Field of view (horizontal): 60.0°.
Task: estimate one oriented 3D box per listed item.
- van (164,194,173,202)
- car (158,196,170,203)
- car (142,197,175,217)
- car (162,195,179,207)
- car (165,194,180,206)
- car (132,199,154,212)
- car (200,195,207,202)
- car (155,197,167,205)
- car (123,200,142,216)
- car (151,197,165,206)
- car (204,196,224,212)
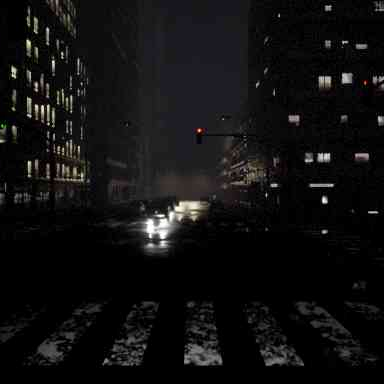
[{"bbox_3d":[-5.566,1.322,78.254,1.690,1.788,3.998,-1,0,0],"label":"van"},{"bbox_3d":[-5.583,1.528,66.944,1.887,1.381,4.507,-1,0,0],"label":"car"},{"bbox_3d":[-3.046,1.482,30.999,2.128,1.511,4.902,0,0,0],"label":"car"},{"bbox_3d":[-3.023,1.480,40.484,2.128,1.511,4.902,0,0,0],"label":"car"},{"bbox_3d":[-2.998,1.339,50.448,2.097,1.767,4.553,0,0,0],"label":"car"},{"bbox_3d":[-5.635,1.555,38.672,1.947,1.339,4.313,-1,0,0],"label":"car"},{"bbox_3d":[2.805,1.422,72.585,1.967,1.590,4.097,-1,0,0],"label":"car"},{"bbox_3d":[-5.593,1.567,61.290,1.802,1.307,4.206,-1,0,0],"label":"car"},{"bbox_3d":[-5.646,1.516,32.847,1.752,1.417,4.829,-1,0,0],"label":"car"},{"bbox_3d":[-5.604,1.530,55.635,1.887,1.381,4.507,-1,0,0],"label":"car"},{"bbox_3d":[2.745,1.540,38.657,2.008,1.369,4.403,-1,0,0],"label":"car"}]
